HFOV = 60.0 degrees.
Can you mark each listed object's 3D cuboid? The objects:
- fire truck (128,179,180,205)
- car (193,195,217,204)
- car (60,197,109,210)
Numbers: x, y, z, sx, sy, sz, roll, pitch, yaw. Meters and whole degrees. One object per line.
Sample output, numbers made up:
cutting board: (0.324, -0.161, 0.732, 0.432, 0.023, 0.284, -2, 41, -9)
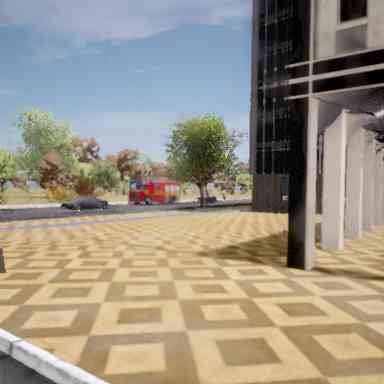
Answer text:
fire truck: (-5.610, -0.057, 50.665, 2.891, 3.827, 8.468, 2, 1, 38)
car: (2.209, 1.168, 55.394, 2.128, 1.511, 4.902, 2, 1, 39)
car: (-11.980, 1.240, 37.507, 2.033, 1.411, 5.357, 2, 1, 38)
